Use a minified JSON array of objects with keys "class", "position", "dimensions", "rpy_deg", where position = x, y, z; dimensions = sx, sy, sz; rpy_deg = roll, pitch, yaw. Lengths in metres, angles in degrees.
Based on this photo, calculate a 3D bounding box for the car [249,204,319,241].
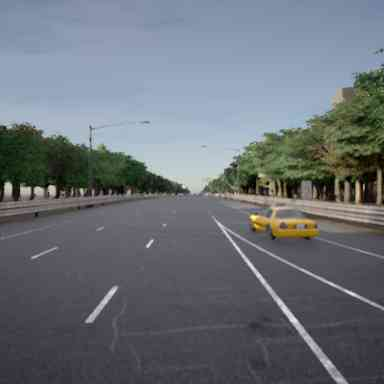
[{"class":"car","position":[4.123,1.346,15.933],"dimensions":[1.801,1.575,5.366],"rpy_deg":[0,0,-6]}]
